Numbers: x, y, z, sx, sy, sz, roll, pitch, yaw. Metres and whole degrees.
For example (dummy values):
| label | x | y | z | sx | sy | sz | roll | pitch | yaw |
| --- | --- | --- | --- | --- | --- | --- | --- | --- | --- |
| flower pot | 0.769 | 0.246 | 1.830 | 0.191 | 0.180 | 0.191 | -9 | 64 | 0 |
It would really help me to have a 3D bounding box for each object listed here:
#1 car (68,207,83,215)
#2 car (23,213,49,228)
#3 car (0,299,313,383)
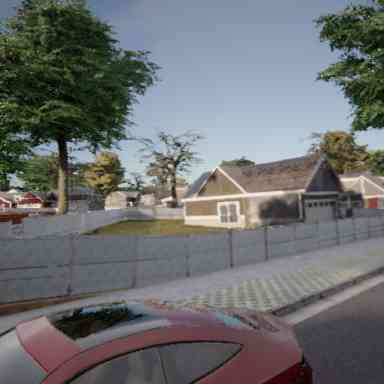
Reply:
| label | x | y | z | sx | sy | sz | roll | pitch | yaw |
| --- | --- | --- | --- | --- | --- | --- | --- | --- | --- |
| car | -17.925 | 3.337 | 49.569 | 2.150 | 2.045 | 5.566 | -3 | -2 | -1 |
| car | -17.577 | 3.214 | 37.764 | 1.837 | 1.490 | 4.892 | -3 | -2 | -2 |
| car | -0.931 | 1.727 | 2.546 | 4.674 | 1.442 | 1.812 | 0 | -4 | -37 |
